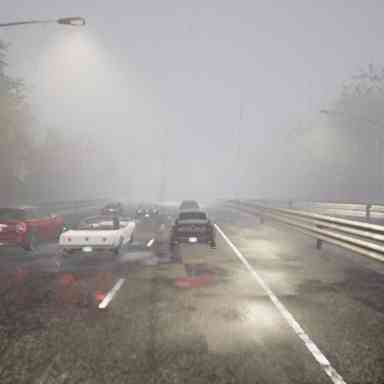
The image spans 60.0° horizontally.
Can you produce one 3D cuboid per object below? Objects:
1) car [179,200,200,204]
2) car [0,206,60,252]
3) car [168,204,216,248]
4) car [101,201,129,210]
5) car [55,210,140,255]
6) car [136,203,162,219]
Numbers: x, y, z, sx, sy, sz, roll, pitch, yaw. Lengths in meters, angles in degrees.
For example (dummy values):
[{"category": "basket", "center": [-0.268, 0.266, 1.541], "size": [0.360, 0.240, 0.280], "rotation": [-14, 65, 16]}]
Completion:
[{"category": "car", "center": [-0.275, 1.492, 32.470], "size": [1.882, 1.535, 5.008], "rotation": [0, 0, -1]}, {"category": "car", "center": [-6.985, 1.357, 14.085], "size": [2.097, 1.767, 4.553], "rotation": [0, 0, -1]}, {"category": "car", "center": [0.011, 1.508, 14.688], "size": [1.837, 1.490, 4.892], "rotation": [0, 0, -1]}, {"category": "car", "center": [-7.260, 1.581, 31.663], "size": [1.994, 1.385, 4.181], "rotation": [0, 0, -1]}, {"category": "car", "center": [-3.472, 1.604, 13.239], "size": [1.895, 1.301, 4.718], "rotation": [0, 0, 0]}, {"category": "car", "center": [-3.711, 1.614, 29.513], "size": [1.895, 1.301, 4.718], "rotation": [0, 0, -1]}]
